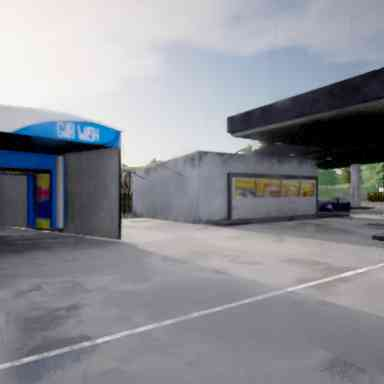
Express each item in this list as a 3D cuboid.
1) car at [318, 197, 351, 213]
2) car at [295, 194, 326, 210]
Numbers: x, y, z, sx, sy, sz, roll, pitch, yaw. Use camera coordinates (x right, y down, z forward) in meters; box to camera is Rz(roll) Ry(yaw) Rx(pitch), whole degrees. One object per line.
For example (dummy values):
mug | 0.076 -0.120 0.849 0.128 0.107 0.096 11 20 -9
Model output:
car | 15.144 1.405 35.834 4.611 1.667 2.242 0 0 -36
car | 15.345 1.228 42.963 3.866 1.878 1.905 0 0 -36
